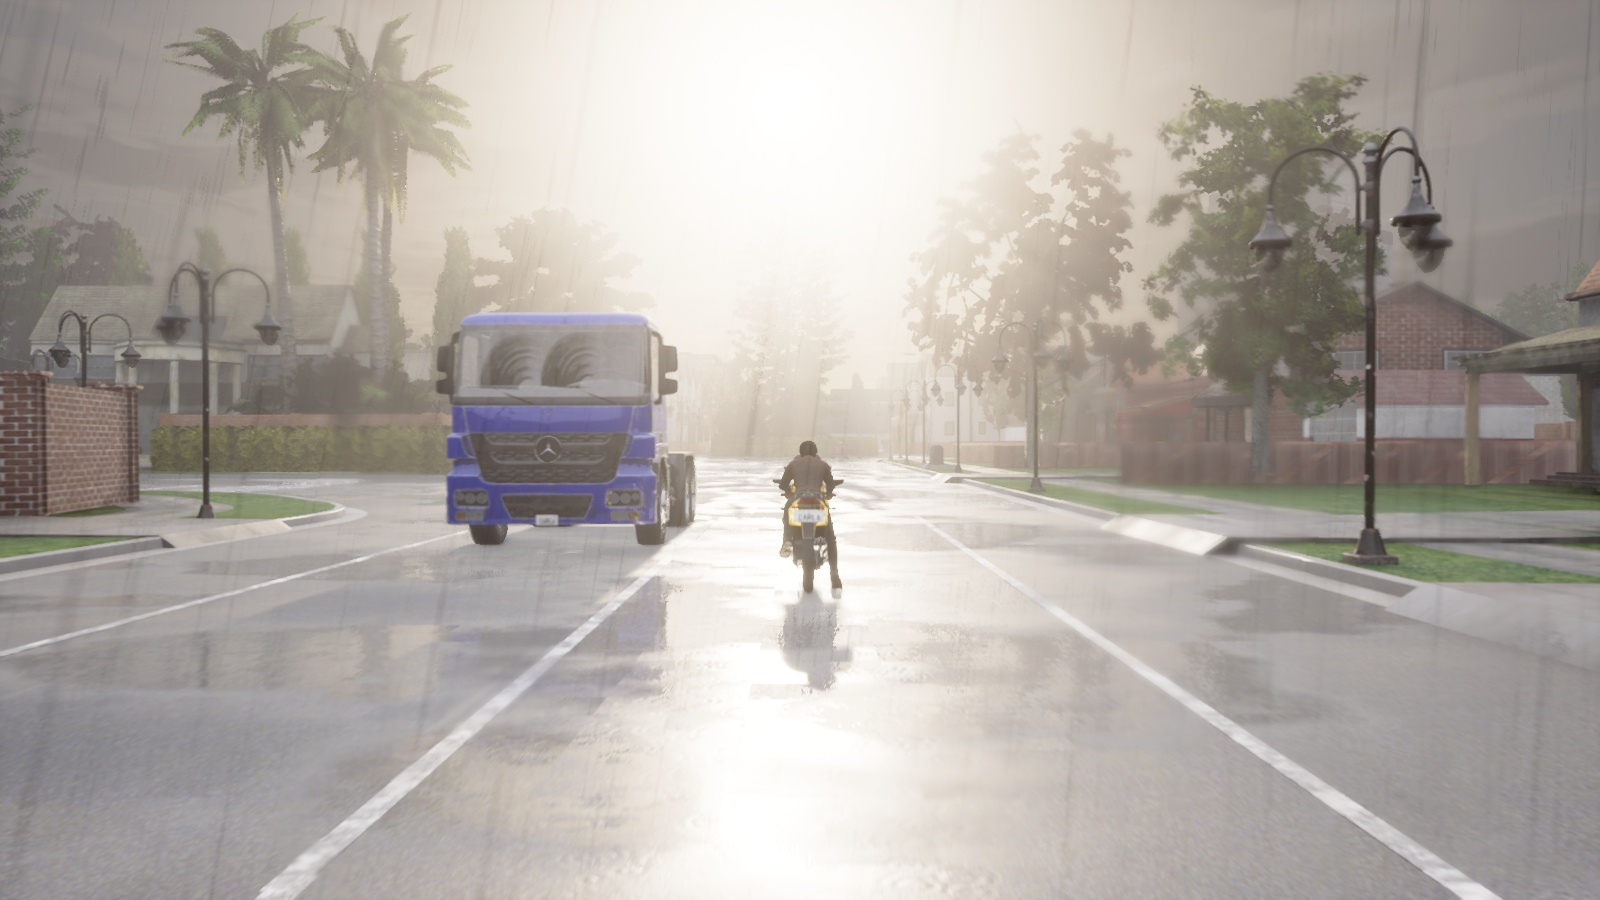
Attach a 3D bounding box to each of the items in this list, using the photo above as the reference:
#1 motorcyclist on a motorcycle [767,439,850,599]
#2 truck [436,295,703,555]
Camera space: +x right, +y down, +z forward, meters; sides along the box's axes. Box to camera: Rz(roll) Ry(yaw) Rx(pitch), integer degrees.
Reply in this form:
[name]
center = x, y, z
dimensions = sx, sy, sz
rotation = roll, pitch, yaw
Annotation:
[motorcyclist on a motorcycle]
center = 0.086, 0.655, 13.039
dimensions = 0.797, 1.523, 2.044
rotation = 0, 0, 0
[truck]
center = -3.373, -0.355, 20.665
dimensions = 2.891, 3.462, 7.936
rotation = 0, 0, 0
